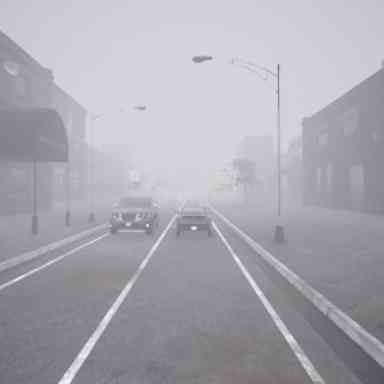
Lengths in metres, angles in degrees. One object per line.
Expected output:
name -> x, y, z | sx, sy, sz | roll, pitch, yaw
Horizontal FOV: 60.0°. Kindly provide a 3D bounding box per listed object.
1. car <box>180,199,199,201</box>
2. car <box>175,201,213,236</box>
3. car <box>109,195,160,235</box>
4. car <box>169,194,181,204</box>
car -> 0.078, 1.482, 36.851 | 2.033, 1.411, 5.357 | 0, 0, 0
car -> 0.091, 1.494, 18.526 | 1.837, 1.490, 4.892 | 0, 0, 0
car -> -3.108, 1.211, 19.002 | 2.150, 2.045, 5.566 | 0, 0, 0
car -> -3.065, 1.207, 61.489 | 2.097, 1.767, 4.553 | 0, 0, 1
